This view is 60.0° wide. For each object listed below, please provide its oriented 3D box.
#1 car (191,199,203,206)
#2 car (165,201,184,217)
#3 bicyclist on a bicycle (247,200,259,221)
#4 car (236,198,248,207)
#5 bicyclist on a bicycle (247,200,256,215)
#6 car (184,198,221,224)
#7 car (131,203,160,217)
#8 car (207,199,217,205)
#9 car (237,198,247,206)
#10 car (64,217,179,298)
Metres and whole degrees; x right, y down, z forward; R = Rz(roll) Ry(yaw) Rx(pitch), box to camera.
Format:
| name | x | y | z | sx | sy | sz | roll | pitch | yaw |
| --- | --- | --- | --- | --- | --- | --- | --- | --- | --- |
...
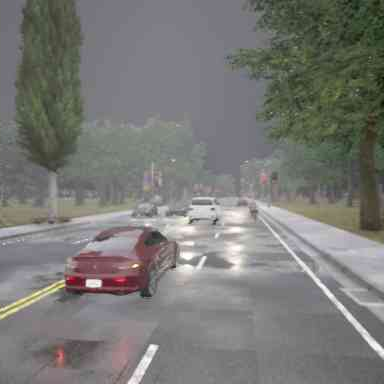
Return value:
| name | x | y | z | sx | sy | sz | roll | pitch | yaw |
| --- | --- | --- | --- | --- | --- | --- | --- | --- | --- |
| car | 1.163 | 2.251 | 73.969 | 1.994 | 1.385 | 4.181 | 0 | -1 | 8 |
| car | -1.375 | 1.686 | 34.269 | 2.097 | 1.767 | 4.553 | 0 | -1 | 8 |
| bicyclist on a bicycle | 5.358 | 1.671 | 28.303 | 0.866 | 1.612 | 1.509 | 0 | -1 | 8 |
| car | 9.466 | 2.040 | 62.527 | 1.837 | 1.490 | 4.892 | 0 | -1 | 8 |
| bicyclist on a bicycle | 6.698 | 1.751 | 37.614 | 0.866 | 1.612 | 1.509 | 0 | -1 | 8 |
| car | 1.084 | 1.472 | 27.141 | 2.150 | 2.045 | 5.566 | 0 | -1 | 8 |
| car | -4.706 | 1.878 | 33.929 | 1.812 | 1.442 | 4.674 | 0 | -1 | 8 |
| car | 4.499 | 2.205 | 74.331 | 1.812 | 1.442 | 4.674 | 0 | -1 | 8 |
| car | 10.897 | 2.156 | 73.156 | 2.128 | 1.511 | 4.902 | 0 | -1 | 8 |
| car | -1.569 | 1.619 | 8.706 | 1.812 | 1.442 | 4.674 | 0 | -1 | 8 |
